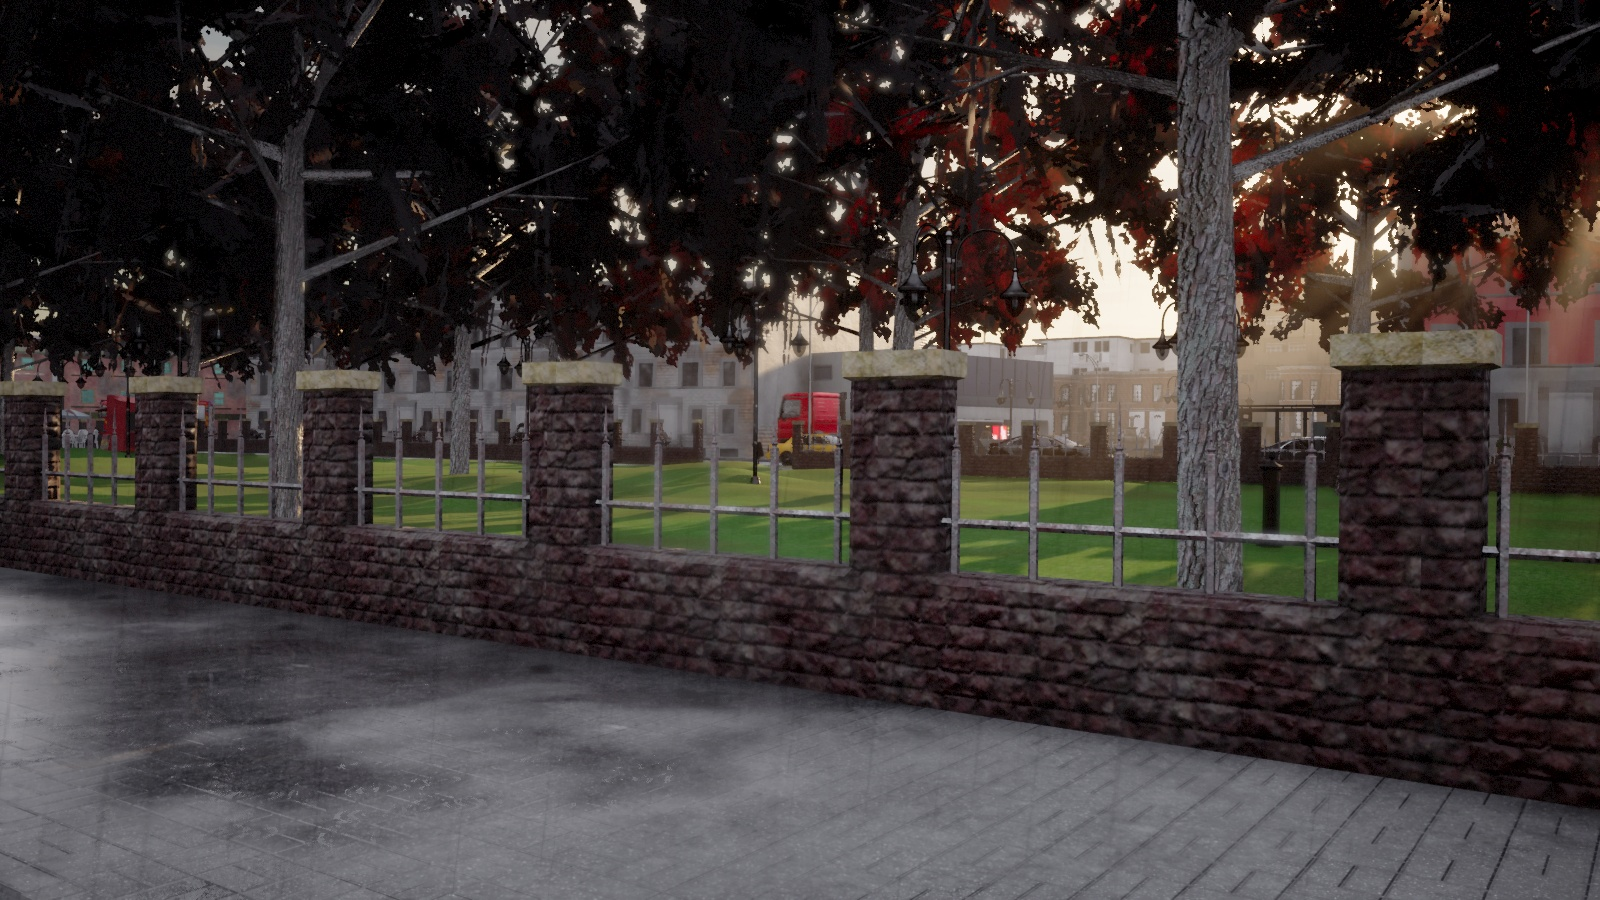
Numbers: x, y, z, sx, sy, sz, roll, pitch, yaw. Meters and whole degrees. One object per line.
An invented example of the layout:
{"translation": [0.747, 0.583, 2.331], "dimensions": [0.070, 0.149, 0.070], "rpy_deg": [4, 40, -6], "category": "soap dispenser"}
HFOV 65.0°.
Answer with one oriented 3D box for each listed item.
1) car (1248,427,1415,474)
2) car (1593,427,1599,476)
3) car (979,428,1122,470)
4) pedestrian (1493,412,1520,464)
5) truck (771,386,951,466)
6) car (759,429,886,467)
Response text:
{"translation": [17.818, -0.001, 42.210], "dimensions": [4.892, 1.490, 1.837], "rpy_deg": [0, 1, 35], "category": "car"}
{"translation": [25.908, 0.024, 36.535], "dimensions": [4.674, 1.442, 1.812], "rpy_deg": [0, 1, 36], "category": "car"}
{"translation": [9.552, -0.055, 48.023], "dimensions": [4.902, 1.511, 2.128], "rpy_deg": [0, 1, 35], "category": "car"}
{"translation": [26.516, -0.442, 47.127], "dimensions": [0.788, 1.949, 0.423], "rpy_deg": [0, 1, 41], "category": "pedestrian"}
{"translation": [2.715, -1.063, 57.701], "dimensions": [7.936, 3.462, 2.891], "rpy_deg": [0, 1, 35], "category": "truck"}
{"translation": [0.912, -0.073, 54.100], "dimensions": [5.366, 1.575, 1.801], "rpy_deg": [0, 1, 35], "category": "car"}
